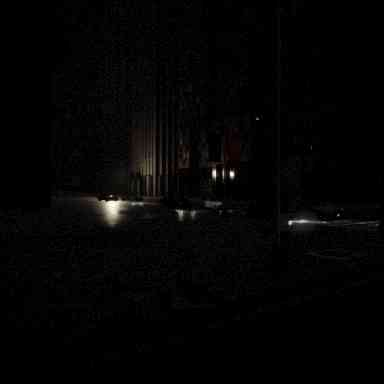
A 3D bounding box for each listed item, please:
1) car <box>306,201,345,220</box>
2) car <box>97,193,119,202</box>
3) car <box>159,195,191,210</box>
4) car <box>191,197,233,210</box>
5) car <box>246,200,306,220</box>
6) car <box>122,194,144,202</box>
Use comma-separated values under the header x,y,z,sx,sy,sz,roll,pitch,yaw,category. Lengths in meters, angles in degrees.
x,y,z,sx,sy,sz,roll,pitch,yaw,category
9.535,1.390,26.365,1.895,1.301,4.718,0,1,-36,car
-13.712,0.876,53.863,2.033,1.411,5.357,0,1,-35,car
-1.832,1.063,36.833,1.882,1.535,5.008,0,1,-35,car
2.320,1.230,36.581,1.895,1.301,4.718,0,1,-35,car
6.130,1.325,25.528,1.994,1.385,4.181,0,1,-36,car
-9.587,0.970,53.611,1.895,1.301,4.718,0,1,-35,car
